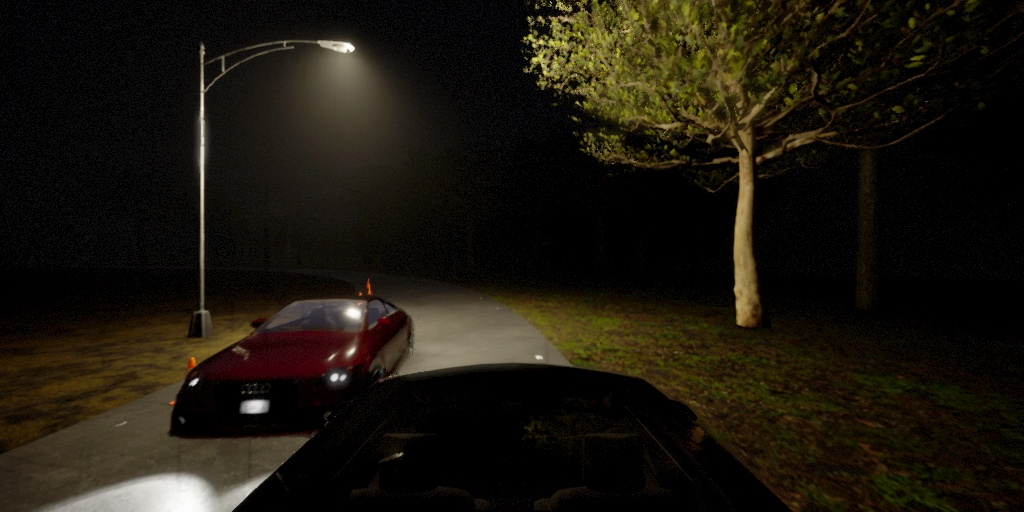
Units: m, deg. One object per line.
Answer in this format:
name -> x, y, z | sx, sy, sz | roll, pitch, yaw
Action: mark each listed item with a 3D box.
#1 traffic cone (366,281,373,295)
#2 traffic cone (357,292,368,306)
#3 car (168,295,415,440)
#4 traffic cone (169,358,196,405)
traffic cone -> -7.553, 1.772, 19.010 | 0.340, 0.580, 0.340 | 0, 0, -20
traffic cone -> -6.124, 1.760, 14.448 | 0.340, 0.580, 0.340 | 0, 0, -15
car -> -2.781, 1.337, 5.583 | 1.994, 1.385, 4.181 | 0, 0, -6
traffic cone -> -4.500, 1.728, 5.037 | 0.340, 0.580, 0.340 | 0, 0, -5
